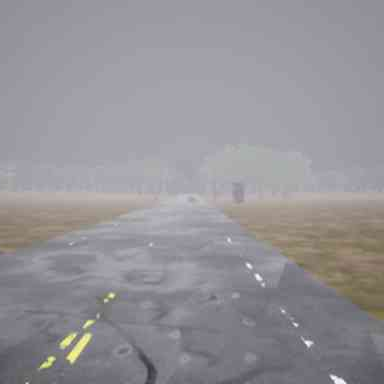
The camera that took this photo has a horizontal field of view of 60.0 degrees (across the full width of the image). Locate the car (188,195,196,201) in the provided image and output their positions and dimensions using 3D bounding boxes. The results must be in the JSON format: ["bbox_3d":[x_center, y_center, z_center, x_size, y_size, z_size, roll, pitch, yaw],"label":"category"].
[{"bbox_3d":[-0.043,1.386,80.204,1.837,1.490,4.892,0,0,0],"label":"car"}]

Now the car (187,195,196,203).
[{"bbox_3d":[-0.037,1.609,70.215,1.895,1.301,4.718,0,0,0],"label":"car"}]
